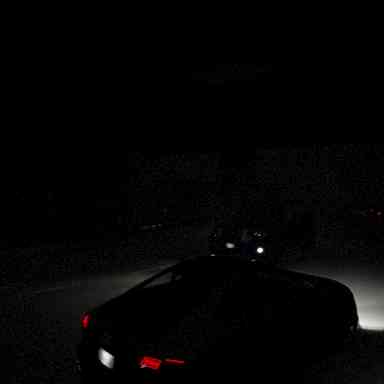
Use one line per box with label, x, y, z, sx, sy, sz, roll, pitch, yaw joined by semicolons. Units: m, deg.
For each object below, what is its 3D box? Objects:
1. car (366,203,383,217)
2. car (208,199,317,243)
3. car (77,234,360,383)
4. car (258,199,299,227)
car;18.213;1.712;32.606;1.895;1.301;4.718;-1;-1;26
car;2.873;1.298;12.410;2.150;2.045;5.566;0;0;38
car;0.632;1.598;4.621;4.181;1.385;1.994;0;0;-43
car;6.673;1.496;25.251;2.097;1.767;4.553;-1;0;27
